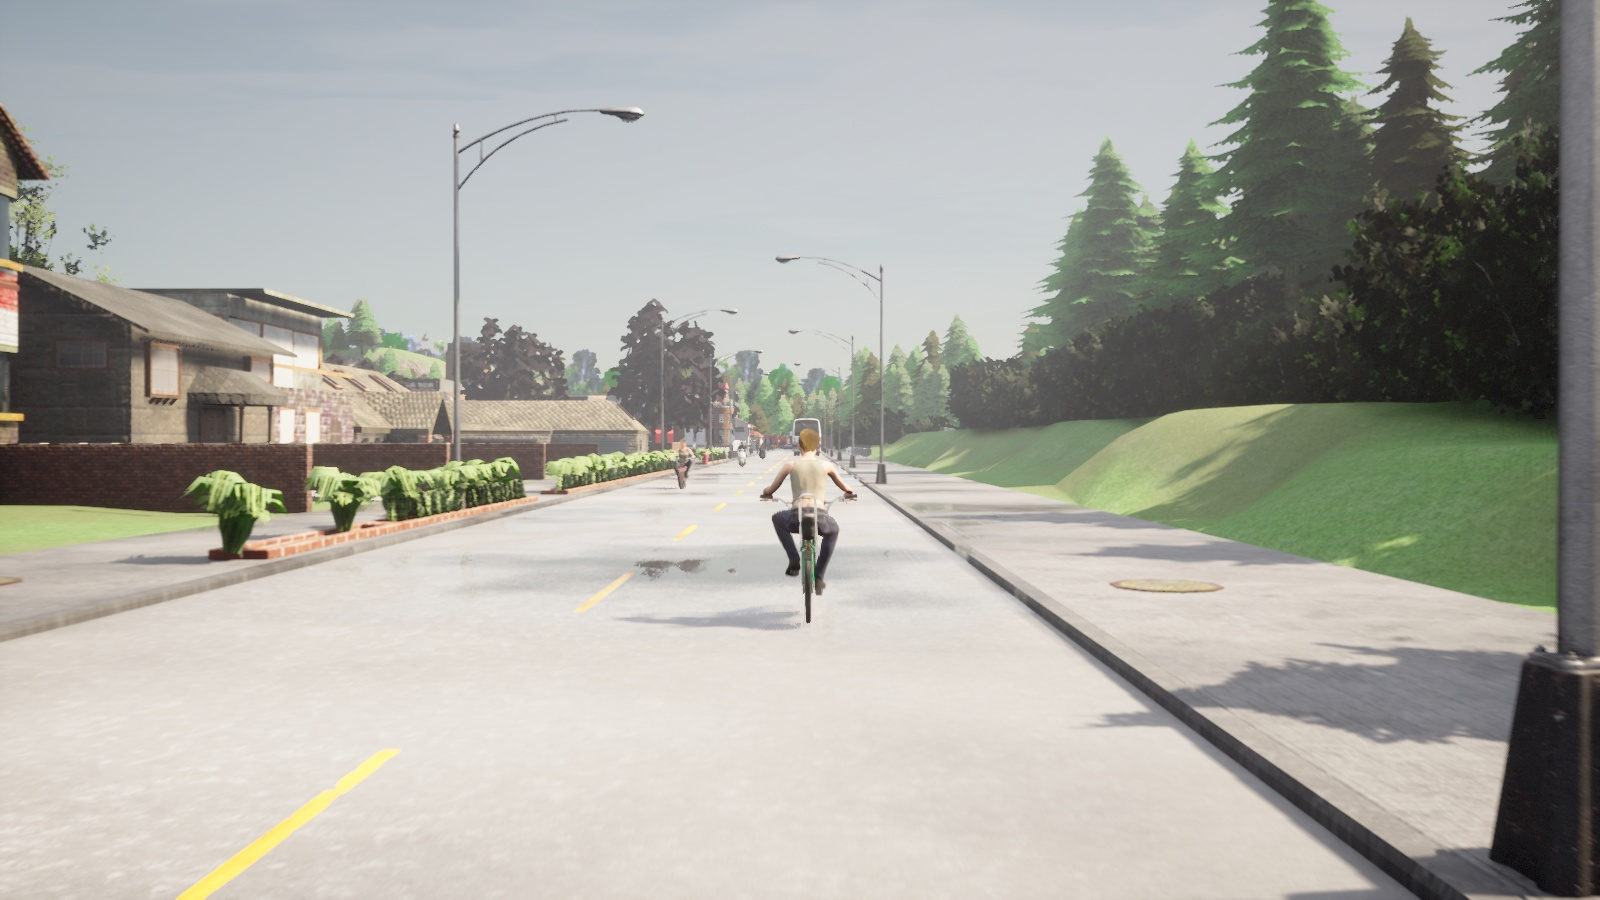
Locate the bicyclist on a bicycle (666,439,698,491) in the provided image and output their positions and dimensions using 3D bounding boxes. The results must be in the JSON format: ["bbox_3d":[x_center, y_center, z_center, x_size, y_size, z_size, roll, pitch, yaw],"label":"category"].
[{"bbox_3d":[-3.754,0.455,39.969,0.866,1.612,1.509,0,0,0],"label":"bicyclist on a bicycle"}]

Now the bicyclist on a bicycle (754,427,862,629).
[{"bbox_3d":[0.073,0.622,10.810,0.866,1.612,1.509,0,0,1],"label":"bicyclist on a bicycle"}]
